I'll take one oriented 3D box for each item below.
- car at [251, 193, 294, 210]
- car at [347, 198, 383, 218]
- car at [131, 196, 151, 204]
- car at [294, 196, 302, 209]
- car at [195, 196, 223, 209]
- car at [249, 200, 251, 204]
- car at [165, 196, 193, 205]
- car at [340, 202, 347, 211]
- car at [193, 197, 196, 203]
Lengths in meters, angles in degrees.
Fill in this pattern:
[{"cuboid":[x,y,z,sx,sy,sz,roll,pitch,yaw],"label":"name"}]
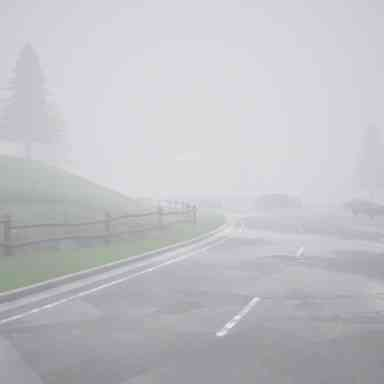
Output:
[{"cuboid":[10.407,1.211,43.513,2.150,2.045,5.566,0,-1,-21],"label":"car"},{"cuboid":[16.214,1.526,30.040,1.812,1.442,4.674,0,0,1],"label":"car"},{"cuboid":[-9.338,1.491,60.627,2.128,1.511,4.902,0,0,-43],"label":"car"},{"cuboid":[13.122,1.352,46.134,2.097,1.767,4.553,0,0,-20],"label":"car"},{"cuboid":[2.532,1.526,44.225,1.812,1.442,4.674,0,0,-23],"label":"car"},{"cuboid":[12.109,1.547,56.599,2.033,1.411,5.357,0,0,-33],"label":"car"},{"cuboid":[-2.688,1.477,58.464,1.882,1.535,5.008,0,0,-42],"label":"car"},{"cuboid":[18.929,1.503,37.947,1.837,1.490,4.892,0,0,-8],"label":"car"},{"cuboid":[1.365,1.491,59.035,2.128,1.511,4.902,0,0,-41],"label":"car"}]
